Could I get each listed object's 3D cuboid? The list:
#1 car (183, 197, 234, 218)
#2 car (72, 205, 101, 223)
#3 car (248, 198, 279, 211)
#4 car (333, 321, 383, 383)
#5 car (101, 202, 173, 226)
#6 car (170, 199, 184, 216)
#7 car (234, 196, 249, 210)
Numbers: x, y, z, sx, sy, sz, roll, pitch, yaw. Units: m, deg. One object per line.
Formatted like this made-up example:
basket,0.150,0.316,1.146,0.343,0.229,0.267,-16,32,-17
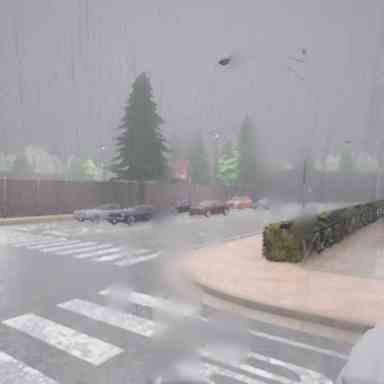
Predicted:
car,1.666,1.466,30.894,1.882,1.535,5.008,0,0,36
car,-6.637,1.586,25.384,1.895,1.301,4.718,0,0,36
car,9.195,1.514,41.179,1.812,1.442,4.674,0,0,37
car,3.253,1.602,1.698,4.718,1.301,1.895,0,0,37
car,-3.746,1.589,23.407,1.895,1.301,4.718,0,0,36
car,-1.285,1.477,32.783,2.128,1.511,4.902,0,0,36
car,5.969,1.338,42.688,2.097,1.767,4.553,0,0,37
